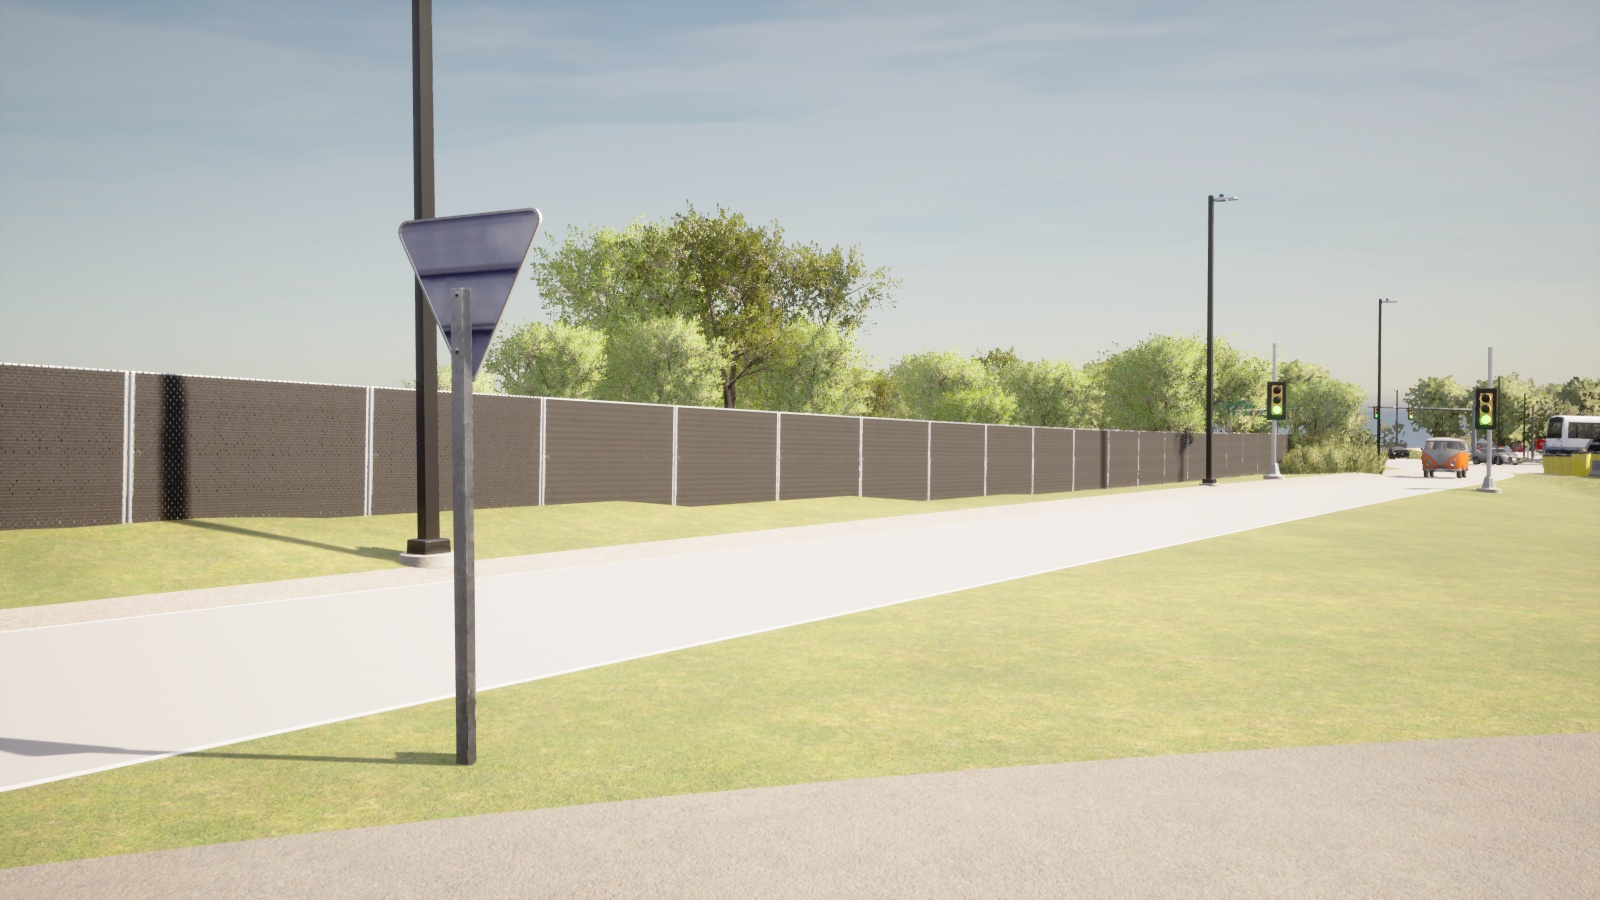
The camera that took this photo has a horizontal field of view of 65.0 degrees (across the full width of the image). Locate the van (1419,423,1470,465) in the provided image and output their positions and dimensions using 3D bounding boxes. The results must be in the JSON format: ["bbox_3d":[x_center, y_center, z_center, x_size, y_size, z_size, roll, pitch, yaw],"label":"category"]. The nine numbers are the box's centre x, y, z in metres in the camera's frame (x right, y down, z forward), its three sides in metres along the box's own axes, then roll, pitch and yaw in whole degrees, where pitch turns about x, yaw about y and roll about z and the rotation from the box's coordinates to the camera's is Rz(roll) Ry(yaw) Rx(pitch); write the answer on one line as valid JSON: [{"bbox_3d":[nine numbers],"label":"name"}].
[{"bbox_3d":[31.671,-0.297,61.649,1.775,1.987,4.442,0,0,32],"label":"van"}]
